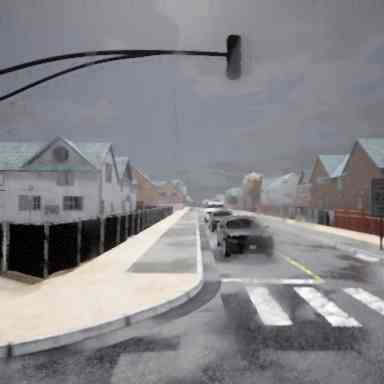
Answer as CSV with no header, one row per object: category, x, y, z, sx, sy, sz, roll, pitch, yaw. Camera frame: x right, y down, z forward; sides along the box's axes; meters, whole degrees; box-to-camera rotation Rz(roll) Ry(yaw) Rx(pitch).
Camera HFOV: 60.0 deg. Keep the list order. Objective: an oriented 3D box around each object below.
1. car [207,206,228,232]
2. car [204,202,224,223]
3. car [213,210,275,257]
car,2.306,2.054,24.538,1.882,1.535,5.008,1,-2,1
car,2.470,2.104,35.059,2.150,2.045,5.566,0,-2,1
car,2.163,1.770,14.377,1.882,1.535,5.008,1,-2,0
